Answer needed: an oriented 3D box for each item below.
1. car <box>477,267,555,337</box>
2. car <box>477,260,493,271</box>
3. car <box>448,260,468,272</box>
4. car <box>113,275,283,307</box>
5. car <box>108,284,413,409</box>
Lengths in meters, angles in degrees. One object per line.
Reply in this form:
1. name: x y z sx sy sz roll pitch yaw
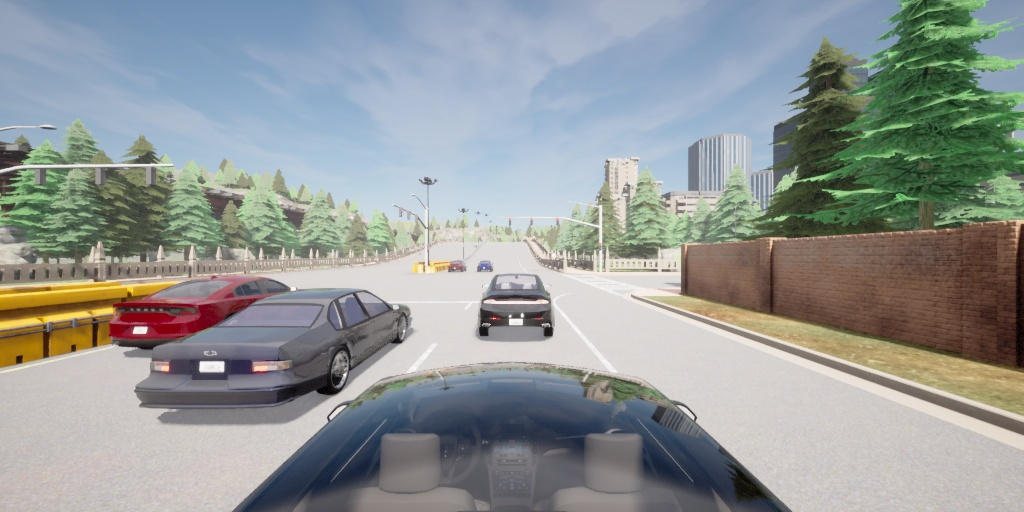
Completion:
1. car: 0.132 1.242 10.310 2.128 1.511 4.902 0 0 1
2. car: -3.384 1.276 45.739 1.812 1.442 4.674 0 0 0
3. car: -6.880 1.276 45.343 1.812 1.442 4.674 0 0 0
4. car: -6.897 1.228 9.129 1.882 1.535 5.008 0 0 0
5. car: -3.397 1.297 6.565 2.033 1.411 5.357 0 0 0
